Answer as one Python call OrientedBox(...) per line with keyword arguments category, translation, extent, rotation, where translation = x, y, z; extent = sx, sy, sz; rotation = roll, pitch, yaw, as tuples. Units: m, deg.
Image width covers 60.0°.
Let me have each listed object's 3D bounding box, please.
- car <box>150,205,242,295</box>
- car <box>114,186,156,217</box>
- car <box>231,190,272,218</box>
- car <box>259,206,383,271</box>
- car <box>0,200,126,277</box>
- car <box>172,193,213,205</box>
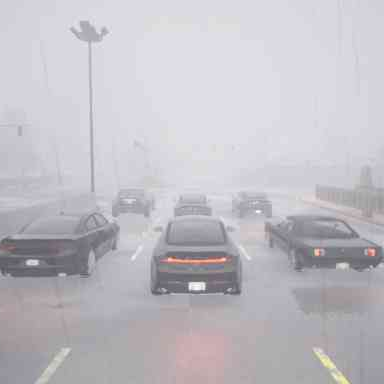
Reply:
OrientedBox(category="car", translation=(0.075, 1.335, 8.321), extent=(1.837, 1.490, 4.892), rotation=(0, 2, 0))
OrientedBox(category="car", translation=(-3.491, 0.435, 20.624), extent=(2.097, 1.767, 4.553), rotation=(0, 4, 0))
OrientedBox(category="car", translation=(3.512, 0.632, 20.040), extent=(1.837, 1.490, 4.892), rotation=(0, 4, 0))
OrientedBox(category="car", translation=(3.566, 1.358, 10.088), extent=(1.895, 1.301, 4.718), rotation=(0, 3, 0))
OrientedBox(category="car", translation=(-3.432, 1.255, 9.612), extent=(1.882, 1.535, 5.008), rotation=(0, 3, 0))
OrientedBox(category="car", translation=(0.027, 0.808, 17.524), extent=(1.837, 1.490, 4.892), rotation=(0, 4, 0))
